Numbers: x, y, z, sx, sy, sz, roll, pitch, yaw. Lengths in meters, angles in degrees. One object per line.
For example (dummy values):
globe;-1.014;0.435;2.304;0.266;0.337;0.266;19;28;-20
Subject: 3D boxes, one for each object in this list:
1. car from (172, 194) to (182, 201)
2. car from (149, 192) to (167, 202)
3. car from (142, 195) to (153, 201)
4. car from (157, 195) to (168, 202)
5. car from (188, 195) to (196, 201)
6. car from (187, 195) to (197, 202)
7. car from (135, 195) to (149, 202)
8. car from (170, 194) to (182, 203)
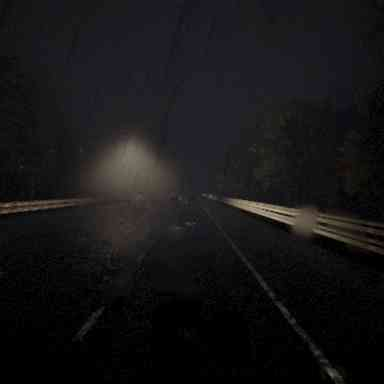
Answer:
car;-3.507;1.292;79.163;2.097;1.767;4.553;0;0;0
car;-7.006;1.063;68.795;2.150;2.045;5.566;0;0;0
car;-10.508;1.476;79.192;2.033;1.411;5.357;0;0;0
car;-7.008;1.461;79.193;2.128;1.511;4.902;0;0;0
car;-0.008;1.489;79.194;1.994;1.385;4.181;0;0;0
car;-0.007;1.363;68.765;2.128;1.511;4.902;0;0;0
car;-10.507;1.433;69.211;1.895;1.301;4.718;0;0;0
car;-3.506;1.363;68.765;2.128;1.511;4.902;0;0;0
